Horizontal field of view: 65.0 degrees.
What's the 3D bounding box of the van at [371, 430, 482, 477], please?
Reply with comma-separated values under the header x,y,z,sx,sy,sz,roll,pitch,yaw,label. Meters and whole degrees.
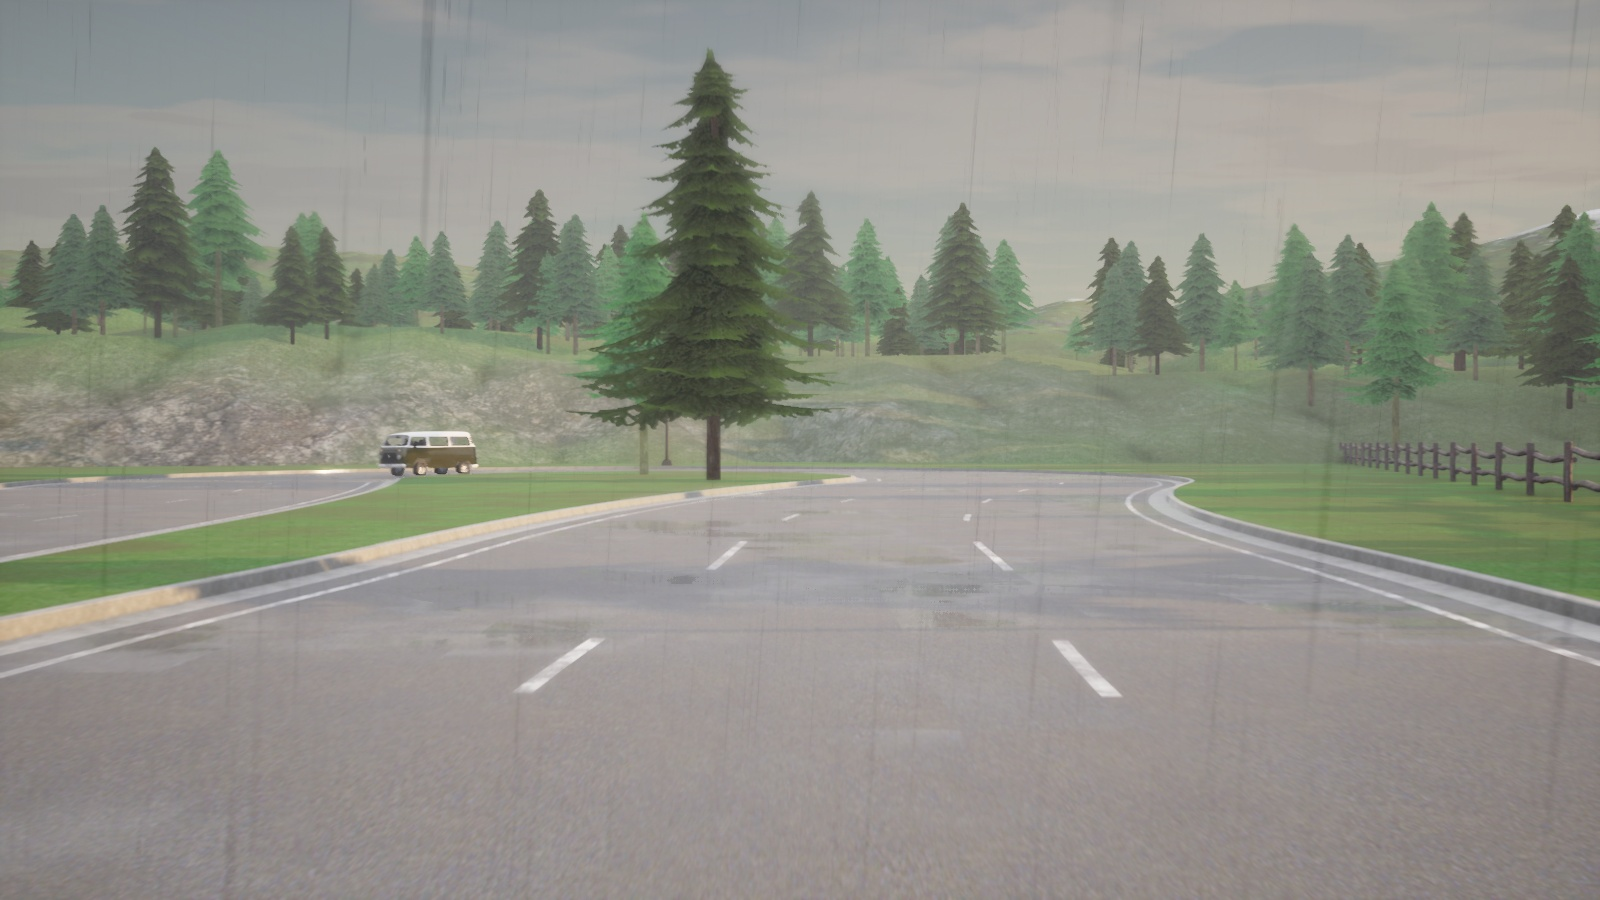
x,y,z,sx,sy,sz,roll,pitch,yaw,label
-16.630,0.140,56.068,2.069,2.038,4.480,0,0,32,van
